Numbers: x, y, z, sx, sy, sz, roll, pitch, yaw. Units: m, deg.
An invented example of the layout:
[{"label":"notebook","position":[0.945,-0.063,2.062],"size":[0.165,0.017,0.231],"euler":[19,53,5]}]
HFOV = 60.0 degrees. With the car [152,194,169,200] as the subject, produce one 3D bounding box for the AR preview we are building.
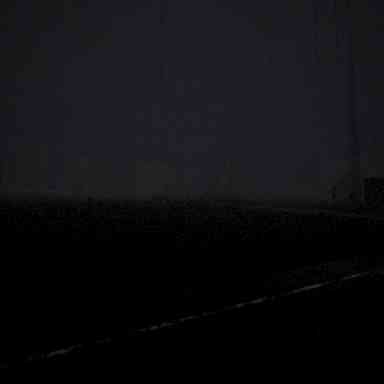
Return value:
[{"label":"car","position":[-6.106,0.993,64.689],"size":[1.994,1.385,4.181],"euler":[0,1,-35]}]
